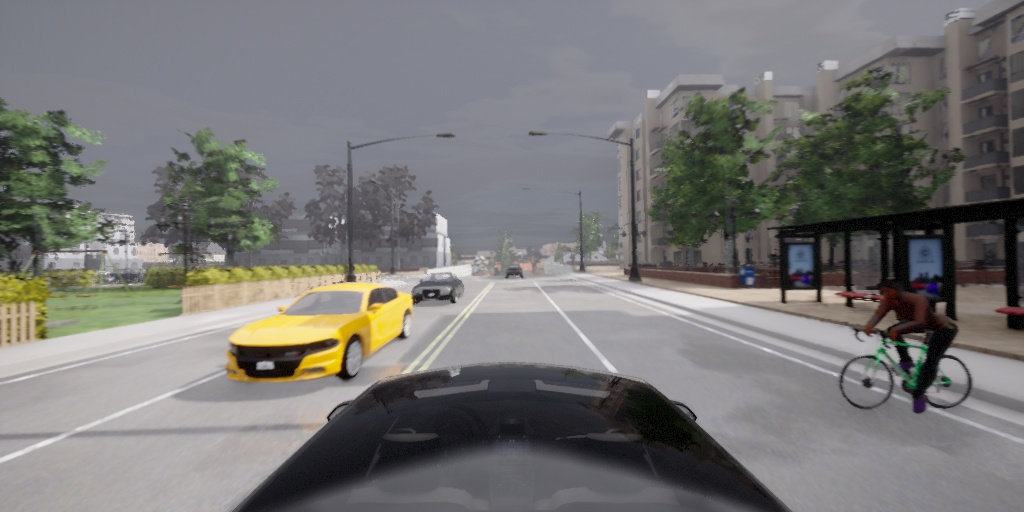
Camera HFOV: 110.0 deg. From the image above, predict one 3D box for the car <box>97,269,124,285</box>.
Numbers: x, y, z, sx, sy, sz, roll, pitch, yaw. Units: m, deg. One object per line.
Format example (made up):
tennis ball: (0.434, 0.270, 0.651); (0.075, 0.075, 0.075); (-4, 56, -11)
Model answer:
car: (-45.119, 2.373, 38.121); (4.902, 1.511, 2.128); (-1, 0, 0)

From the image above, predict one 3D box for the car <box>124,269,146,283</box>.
car: (-43.982, 2.244, 41.627); (4.553, 1.767, 2.097); (-1, 0, 0)

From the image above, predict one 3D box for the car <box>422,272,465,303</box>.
car: (-3.526, 1.516, 17.704); (1.994, 1.385, 4.181); (-1, 0, 0)

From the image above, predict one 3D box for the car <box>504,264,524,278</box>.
car: (0.258, 1.679, 40.232); (1.837, 1.490, 4.892); (-1, -1, 0)

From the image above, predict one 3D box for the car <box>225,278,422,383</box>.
car: (-3.590, 1.344, 7.724); (1.882, 1.535, 5.008); (-1, 0, 0)

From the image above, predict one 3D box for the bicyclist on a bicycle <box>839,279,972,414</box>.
bicyclist on a bicycle: (4.886, 1.106, 4.465); (1.656, 1.620, 0.582); (-1, 0, 0)
